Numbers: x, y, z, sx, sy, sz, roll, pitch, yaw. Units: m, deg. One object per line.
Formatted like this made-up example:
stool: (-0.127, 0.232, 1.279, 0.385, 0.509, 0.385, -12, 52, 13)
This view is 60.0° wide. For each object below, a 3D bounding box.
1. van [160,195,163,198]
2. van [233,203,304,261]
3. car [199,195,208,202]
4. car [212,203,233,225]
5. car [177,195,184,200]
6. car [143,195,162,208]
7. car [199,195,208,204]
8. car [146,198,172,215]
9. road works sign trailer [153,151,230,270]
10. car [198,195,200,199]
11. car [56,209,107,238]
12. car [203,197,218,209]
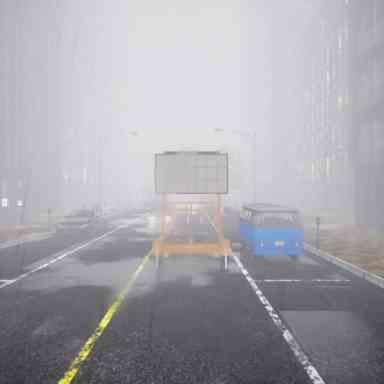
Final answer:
van: (-5.761, 1.319, 57.548, 1.690, 1.788, 3.998, 0, 0, 0)
van: (2.675, 1.339, 12.015, 1.690, 1.788, 3.998, 0, 0, 0)
car: (2.599, 1.389, 74.631, 1.967, 1.590, 4.097, 0, 0, 0)
car: (2.661, 1.578, 23.399, 1.802, 1.307, 4.206, 0, 0, 0)
car: (-3.111, 1.466, 90.000, 2.033, 1.411, 5.357, 0, 0, 0)
car: (-5.747, 1.540, 46.163, 2.008, 1.369, 4.403, 0, 0, 0)
car: (2.627, 1.535, 51.862, 2.008, 1.369, 4.403, 0, 0, 0)
car: (-3.143, 1.594, 33.817, 1.895, 1.301, 4.718, 0, 0, 0)
road works sign trailer: (-0.014, 0.462, 11.031, 2.380, 3.560, 2.880, 0, 0, 0)
car: (2.620, 1.528, 57.554, 2.008, 1.369, 4.403, 0, 0, 0)
car: (-5.713, 1.579, 17.700, 1.802, 1.307, 4.206, 0, 0, 0)
car: (2.640, 1.574, 40.477, 1.802, 1.307, 4.206, 0, 0, 0)
